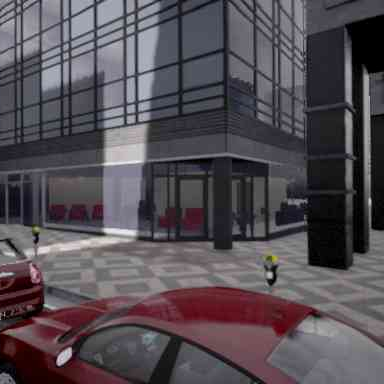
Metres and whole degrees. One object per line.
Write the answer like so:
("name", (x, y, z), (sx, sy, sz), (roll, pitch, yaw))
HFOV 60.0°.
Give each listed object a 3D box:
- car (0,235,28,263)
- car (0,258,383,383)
("car", (-4.584, 1.411, 6.113), (4.097, 1.590, 1.967), (0, 0, 35))
("car", (0.000, 1.538, 2.854), (4.507, 1.381, 1.887), (0, 0, 35))
